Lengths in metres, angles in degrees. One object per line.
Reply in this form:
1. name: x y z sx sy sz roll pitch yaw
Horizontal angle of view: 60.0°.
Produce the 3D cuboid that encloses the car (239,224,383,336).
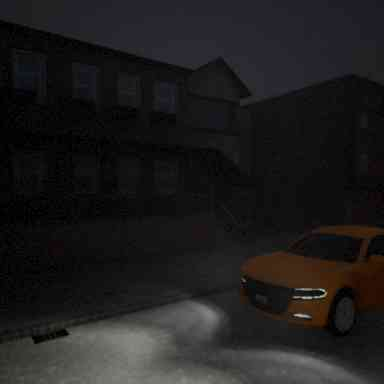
1. car: 3.162 1.466 6.848 5.008 1.535 1.882 0 0 -35
